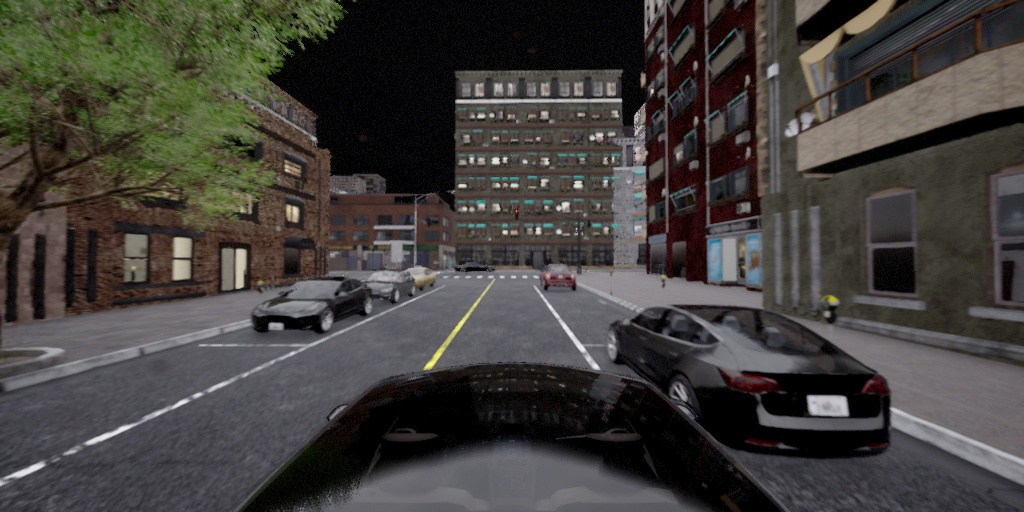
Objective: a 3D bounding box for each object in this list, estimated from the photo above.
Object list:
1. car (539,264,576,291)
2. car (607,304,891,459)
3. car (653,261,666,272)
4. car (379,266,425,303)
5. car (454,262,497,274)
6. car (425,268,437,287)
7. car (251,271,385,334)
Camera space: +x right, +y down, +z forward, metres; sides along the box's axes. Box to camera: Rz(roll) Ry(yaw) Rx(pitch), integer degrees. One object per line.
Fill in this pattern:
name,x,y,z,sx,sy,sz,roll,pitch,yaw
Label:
car,2.735,1.198,22.203,1.967,1.591,4.097,0,0,0
car,2.691,1.317,5.146,1.948,1.339,4.313,0,0,0
car,17.647,1.046,38.087,4.829,1.417,1.751,0,0,1
car,-5.659,1.306,16.460,2.007,1.370,4.403,0,0,0
car,-4.111,1.355,41.102,4.718,1.301,1.895,-1,-1,1
car,-5.830,1.283,21.977,1.751,1.417,4.829,0,0,0
car,-5.658,1.318,10.772,1.948,1.339,4.313,0,0,0
